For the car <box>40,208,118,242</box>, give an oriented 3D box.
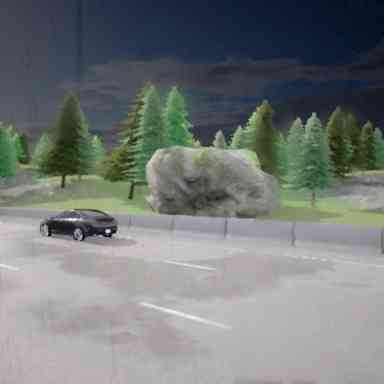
[{"bbox_3d":[-5.901,1.613,17.118,4.892,1.490,1.837,0,-1,37],"label":"car"}]
